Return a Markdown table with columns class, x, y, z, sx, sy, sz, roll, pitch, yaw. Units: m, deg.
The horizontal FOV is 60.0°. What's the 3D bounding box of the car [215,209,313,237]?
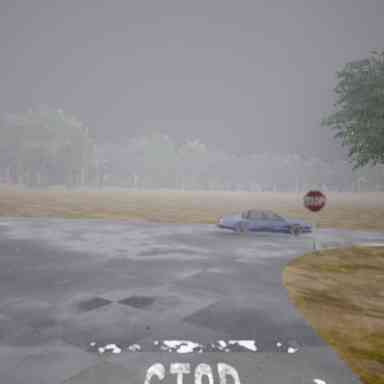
| class | x | y | z | sx | sy | sz | roll | pitch | yaw |
| --- | --- | --- | --- | --- | --- | --- | --- | --- | --- |
| car | 4.018 | 1.718 | 18.984 | 5.357 | 1.411 | 2.033 | 2 | -2 | -3 |
